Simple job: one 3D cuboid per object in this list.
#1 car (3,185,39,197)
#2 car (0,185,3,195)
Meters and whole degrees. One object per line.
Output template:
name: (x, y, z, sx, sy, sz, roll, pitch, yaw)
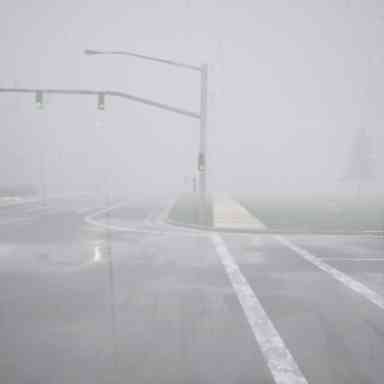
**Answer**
car: (-19.626, -0.145, 38.805, 1.994, 1.385, 4.181, 1, 2, 0)
car: (-23.147, -0.187, 39.443, 1.895, 1.301, 4.718, 1, 2, -1)
